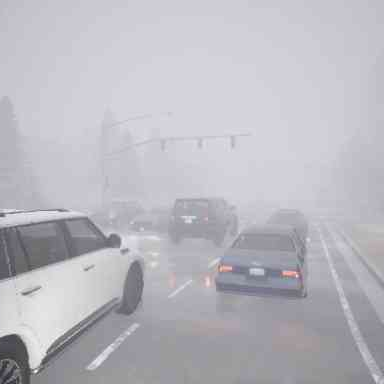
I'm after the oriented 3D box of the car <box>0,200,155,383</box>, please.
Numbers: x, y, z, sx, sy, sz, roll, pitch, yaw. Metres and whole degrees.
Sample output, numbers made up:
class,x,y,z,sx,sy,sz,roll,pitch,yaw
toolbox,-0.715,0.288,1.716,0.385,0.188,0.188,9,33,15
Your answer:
class,x,y,z,sx,sy,sz,roll,pitch,yaw
car,-2.434,1.225,4.580,2.150,2.045,5.566,0,0,11

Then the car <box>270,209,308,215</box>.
class,x,y,z,sx,sy,sz,roll,pitch,yaw
car,5.037,1.564,17.440,1.994,1.385,4.181,0,0,18

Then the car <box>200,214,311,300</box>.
class,x,y,z,sx,sy,sz,roll,pitch,yaw
car,2.033,1.547,8.635,2.033,1.411,5.357,0,0,19

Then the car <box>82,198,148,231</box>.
class,x,y,z,sx,sy,sz,roll,pitch,yaw
car,-4.820,1.351,21.566,2.097,1.767,4.553,0,0,19

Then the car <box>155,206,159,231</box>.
class,x,y,z,sx,sy,sz,roll,pitch,yaw
car,-1.723,1.548,19.815,2.033,1.411,5.357,0,0,19

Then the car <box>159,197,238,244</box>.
class,x,y,z,sx,sy,sz,roll,pitch,yaw
car,0.680,1.221,15.458,2.150,2.045,5.566,0,0,18
